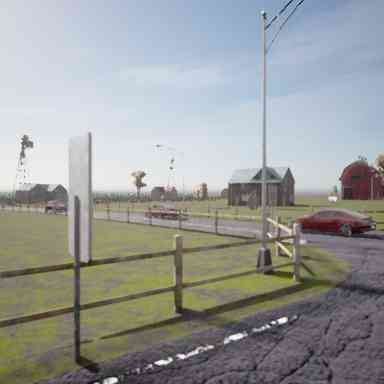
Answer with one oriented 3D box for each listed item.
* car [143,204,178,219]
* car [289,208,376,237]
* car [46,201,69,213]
[{"bbox_3d":[-3.261,1.942,33.974,1.812,1.442,4.674,0,-1,-38],"label":"car"},{"bbox_3d":[7.861,1.673,18.981,1.812,1.442,4.674,-2,1,-42],"label":"car"},{"bbox_3d":[-20.143,2.100,49.560,2.097,1.767,4.553,0,-1,-43],"label":"car"}]
